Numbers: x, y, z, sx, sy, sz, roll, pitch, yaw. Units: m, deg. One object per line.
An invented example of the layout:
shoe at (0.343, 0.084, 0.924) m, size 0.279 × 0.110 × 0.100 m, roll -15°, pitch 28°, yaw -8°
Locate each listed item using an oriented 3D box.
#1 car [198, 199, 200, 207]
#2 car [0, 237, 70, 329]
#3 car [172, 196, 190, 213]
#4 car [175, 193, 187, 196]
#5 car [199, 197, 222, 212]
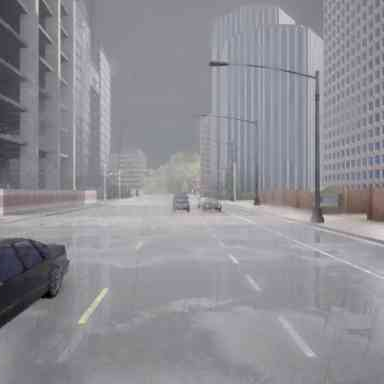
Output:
car at (1.817, 1.525, 48.367) m, size 1.812 × 1.442 × 4.674 m, roll 0°, pitch 0°, yaw -2°
car at (-3.757, 1.547, 5.734) m, size 2.033 × 1.411 × 5.357 m, roll 0°, pitch 0°, yaw -2°
car at (-1.225, 1.491, 37.496) m, size 2.128 × 1.511 × 4.902 m, roll 0°, pitch 0°, yaw -2°
car at (-1.598, 1.221, 47.663) m, size 2.150 × 2.045 × 5.566 m, roll 0°, pitch 0°, yaw -2°
car at (2.239, 1.600, 38.534) m, size 1.895 × 1.301 × 4.718 m, roll 0°, pitch 0°, yaw -2°
